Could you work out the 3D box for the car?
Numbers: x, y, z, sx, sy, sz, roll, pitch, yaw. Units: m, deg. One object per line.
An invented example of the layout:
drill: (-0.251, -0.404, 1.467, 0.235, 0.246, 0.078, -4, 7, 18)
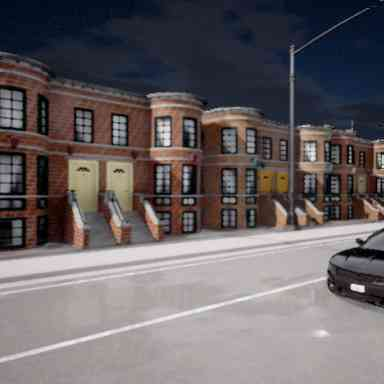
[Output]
car: (5.118, 1.509, 7.627, 5.008, 1.535, 1.882, 0, 0, -35)
